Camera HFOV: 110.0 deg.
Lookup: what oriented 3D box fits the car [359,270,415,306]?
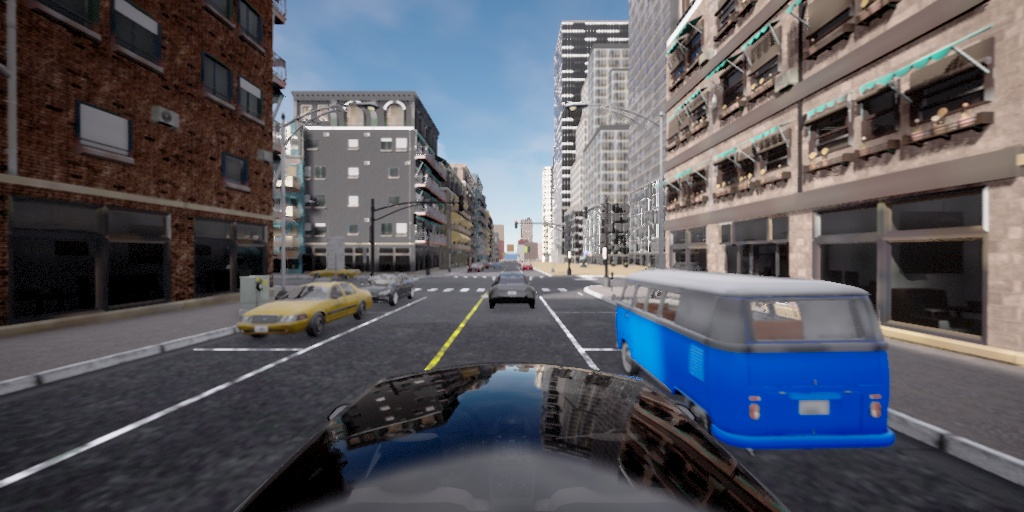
[{"bbox_3d":[-5.693,1.437,16.383,2.007,1.370,4.403,0,0,0],"label":"car"}]

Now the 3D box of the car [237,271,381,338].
[{"bbox_3d":[-5.692,1.359,10.550,1.751,1.417,4.829,0,0,0],"label":"car"}]

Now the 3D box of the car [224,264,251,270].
[{"bbox_3d":[-23.237,1.551,27.975,4.097,1.591,1.967,0,0,0],"label":"car"}]

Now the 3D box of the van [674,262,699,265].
[{"bbox_3d":[14.686,1.366,28.040,3.998,1.789,1.690,0,0,0],"label":"van"}]

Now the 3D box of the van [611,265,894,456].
[{"bbox_3d":[2.689,1.121,5.021,1.690,1.789,3.998,0,0,0],"label":"van"}]

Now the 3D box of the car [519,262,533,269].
[{"bbox_3d":[2.650,1.851,60.155,1.888,1.381,4.507,0,0,0],"label":"car"}]

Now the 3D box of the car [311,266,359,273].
[{"bbox_3d":[-17.886,1.577,36.365,4.829,1.417,1.751,0,0,0],"label":"car"}]

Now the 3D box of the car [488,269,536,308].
[{"bbox_3d":[0.006,1.449,16.148,1.994,1.385,4.181,0,0,0],"label":"car"}]

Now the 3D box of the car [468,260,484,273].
[{"bbox_3d":[-5.696,1.795,54.448,1.888,1.381,4.507,0,0,0],"label":"car"}]

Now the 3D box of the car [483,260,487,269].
[{"bbox_3d":[-5.697,1.745,60.096,1.967,1.591,4.097,0,0,0],"label":"car"}]
